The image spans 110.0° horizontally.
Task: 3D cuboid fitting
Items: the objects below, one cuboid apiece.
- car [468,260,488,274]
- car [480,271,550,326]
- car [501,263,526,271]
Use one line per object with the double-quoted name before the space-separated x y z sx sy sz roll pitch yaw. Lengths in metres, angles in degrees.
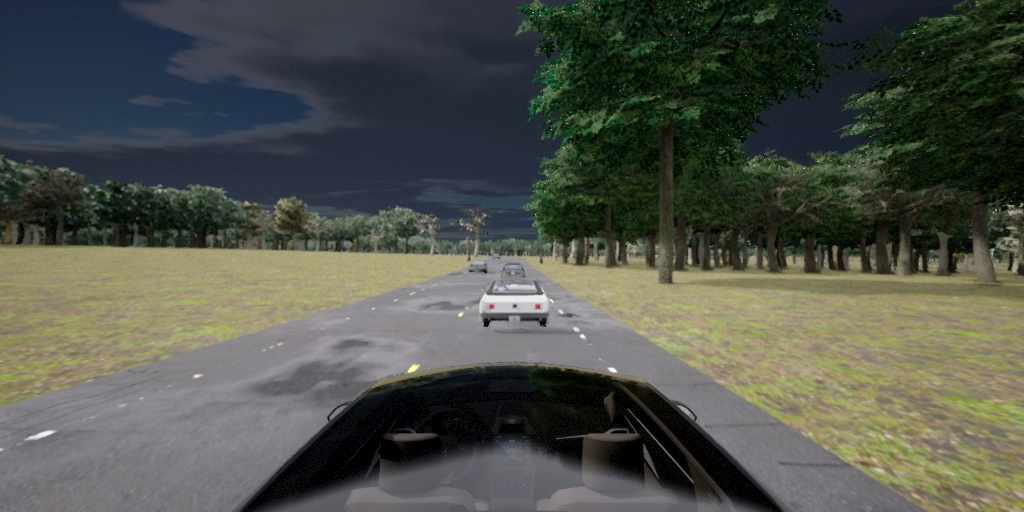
"car" -3.586 1.179 38.776 1.812 1.442 4.674 0 1 0
"car" 0.083 1.355 11.662 1.895 1.301 4.718 0 0 0
"car" 0.092 1.264 27.843 2.033 1.411 5.357 0 0 0
